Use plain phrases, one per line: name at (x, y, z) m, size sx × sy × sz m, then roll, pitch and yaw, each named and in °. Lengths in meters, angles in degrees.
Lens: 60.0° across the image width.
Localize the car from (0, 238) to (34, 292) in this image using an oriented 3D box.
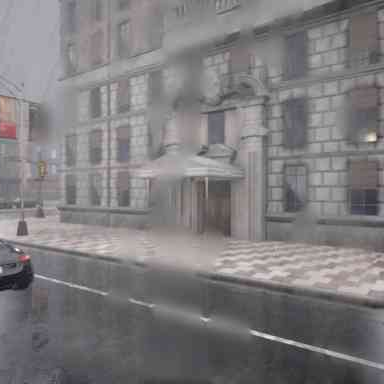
car at (-5.605, 1.564, 7.842) m, size 4.181 × 1.385 × 1.994 m, roll 0°, pitch 0°, yaw 35°

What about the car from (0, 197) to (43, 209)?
car at (-22.128, 1.478, 43.622) m, size 1.882 × 1.535 × 5.008 m, roll 0°, pitch 0°, yaw 35°
